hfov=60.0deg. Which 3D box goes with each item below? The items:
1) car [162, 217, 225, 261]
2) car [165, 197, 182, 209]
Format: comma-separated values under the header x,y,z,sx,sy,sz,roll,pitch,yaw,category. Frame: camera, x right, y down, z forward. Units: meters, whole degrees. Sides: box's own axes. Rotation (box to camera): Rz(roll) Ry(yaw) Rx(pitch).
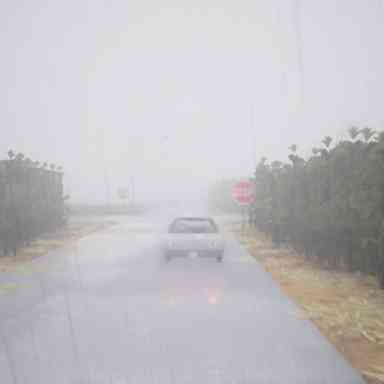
x,y,z,sx,sy,sz,roll,pitch,yaw,category
0.053,1.546,11.971,1.895,1.301,4.718,0,0,0,car
-3.185,1.903,52.471,2.033,1.411,5.357,0,-1,0,car
